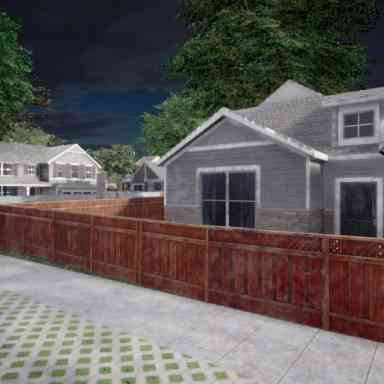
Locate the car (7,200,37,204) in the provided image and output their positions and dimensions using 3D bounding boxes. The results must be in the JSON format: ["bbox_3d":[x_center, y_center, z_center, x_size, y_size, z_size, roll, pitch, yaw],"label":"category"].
[{"bbox_3d":[-11.531,1.297,22.157,1.812,1.442,4.674,0,1,35],"label":"car"}]

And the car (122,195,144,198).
[{"bbox_3d":[-5.614,1.080,30.525,2.128,1.511,4.902,0,1,35],"label":"car"}]
